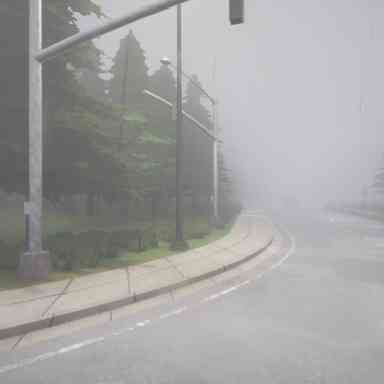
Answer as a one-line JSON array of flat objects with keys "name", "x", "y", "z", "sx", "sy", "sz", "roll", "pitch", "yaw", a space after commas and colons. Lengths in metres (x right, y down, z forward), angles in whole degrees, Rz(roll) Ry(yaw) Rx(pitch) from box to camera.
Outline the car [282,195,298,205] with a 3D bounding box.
[{"name": "car", "x": 17.138, "y": 1.352, "z": 58.383, "sx": 2.097, "sy": 1.767, "sz": 4.553, "roll": 0, "pitch": 0, "yaw": 8}]
